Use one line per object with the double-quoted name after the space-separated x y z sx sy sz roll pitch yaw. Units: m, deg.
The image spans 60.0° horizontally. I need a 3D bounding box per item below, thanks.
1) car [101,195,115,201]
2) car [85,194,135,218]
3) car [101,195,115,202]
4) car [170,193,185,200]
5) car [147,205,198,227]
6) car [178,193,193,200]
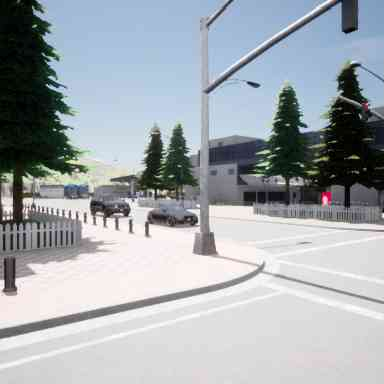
-20.912 1.400 82.792 1.970 1.475 3.806 0 0 -37 "car"
-7.837 1.237 31.401 2.150 2.045 5.566 0 0 -37 "car"
-18.884 1.389 75.056 1.845 1.501 3.633 0 0 -37 "car"
-3.877 1.113 86.017 1.932 1.855 4.605 0 0 -37 "car"
-1.401 1.579 22.884 1.994 1.385 4.181 0 0 -37 "car"
-1.789 1.092 88.079 1.905 1.878 3.866 0 0 -37 "car"
